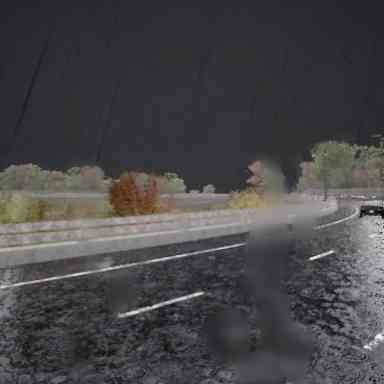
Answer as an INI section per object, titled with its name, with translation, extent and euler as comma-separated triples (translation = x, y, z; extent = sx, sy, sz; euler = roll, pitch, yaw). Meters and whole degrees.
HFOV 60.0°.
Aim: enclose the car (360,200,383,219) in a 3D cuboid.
[car]
translation = 16.244, 1.474, 29.701
extent = 1.882, 1.535, 5.008
euler = 0, 0, 33
